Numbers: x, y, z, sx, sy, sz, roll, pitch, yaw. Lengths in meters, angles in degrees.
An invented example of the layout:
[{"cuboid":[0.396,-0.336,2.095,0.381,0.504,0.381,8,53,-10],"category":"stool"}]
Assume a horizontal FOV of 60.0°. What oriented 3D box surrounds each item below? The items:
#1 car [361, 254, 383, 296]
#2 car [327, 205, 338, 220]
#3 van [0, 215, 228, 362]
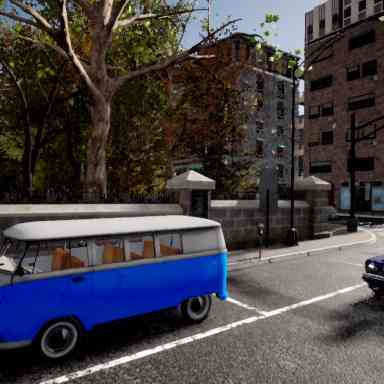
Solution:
[{"cuboid":[5.845,1.604,7.422,4.718,1.301,1.895,0,0,-34],"category":"car"},{"cuboid":[9.211,1.251,26.558,2.097,1.767,4.553,1,-1,-35],"category":"car"},{"cuboid":[-1.246,1.342,5.613,3.998,1.788,1.690,0,1,-36],"category":"van"}]
